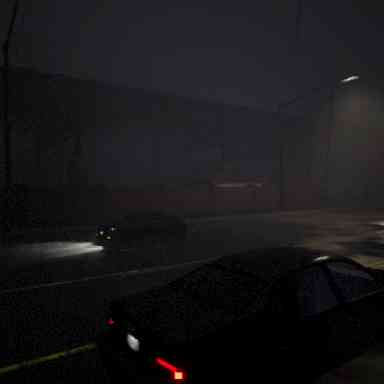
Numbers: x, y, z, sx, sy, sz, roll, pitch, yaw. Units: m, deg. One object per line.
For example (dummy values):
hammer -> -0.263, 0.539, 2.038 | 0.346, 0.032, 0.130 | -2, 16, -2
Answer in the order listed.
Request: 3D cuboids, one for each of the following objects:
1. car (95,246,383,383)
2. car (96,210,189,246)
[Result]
car -> 1.449, 1.542, 4.779 | 5.357, 1.411, 2.033 | 0, 0, -36
car -> -2.211, 1.546, 15.309 | 4.181, 1.385, 1.994 | 0, 0, -35
